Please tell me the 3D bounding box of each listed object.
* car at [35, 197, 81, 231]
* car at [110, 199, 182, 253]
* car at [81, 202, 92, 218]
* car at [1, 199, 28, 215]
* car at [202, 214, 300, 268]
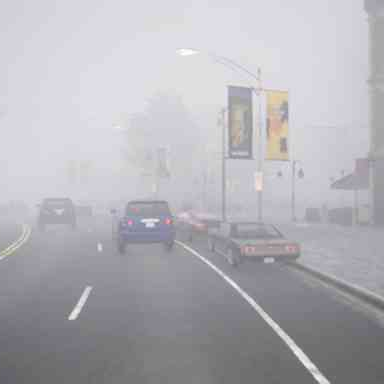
[{"bbox_3d":[-9.220,1.379,22.475,2.150,2.045,5.566,0,0,-27],"label":"car"},{"bbox_3d":[-2.260,1.310,14.443,2.150,2.045,5.566,0,-1,-16],"label":"car"},{"bbox_3d":[-11.150,1.694,31.831,1.882,1.535,5.008,0,-1,-36],"label":"car"},{"bbox_3d":[-20.188,1.627,37.804,2.097,1.767,4.553,0,0,-38],"label":"car"},{"bbox_3d":[1.833,1.660,11.607,1.895,1.301,4.718,0,0,-9],"label":"car"}]
